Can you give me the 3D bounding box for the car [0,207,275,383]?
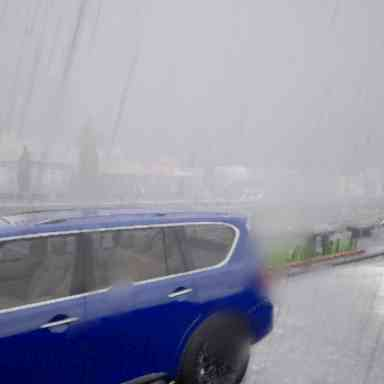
[{"bbox_3d":[-1.543,1.224,3.502,5.566,2.045,2.150,0,0,-36],"label":"car"}]
